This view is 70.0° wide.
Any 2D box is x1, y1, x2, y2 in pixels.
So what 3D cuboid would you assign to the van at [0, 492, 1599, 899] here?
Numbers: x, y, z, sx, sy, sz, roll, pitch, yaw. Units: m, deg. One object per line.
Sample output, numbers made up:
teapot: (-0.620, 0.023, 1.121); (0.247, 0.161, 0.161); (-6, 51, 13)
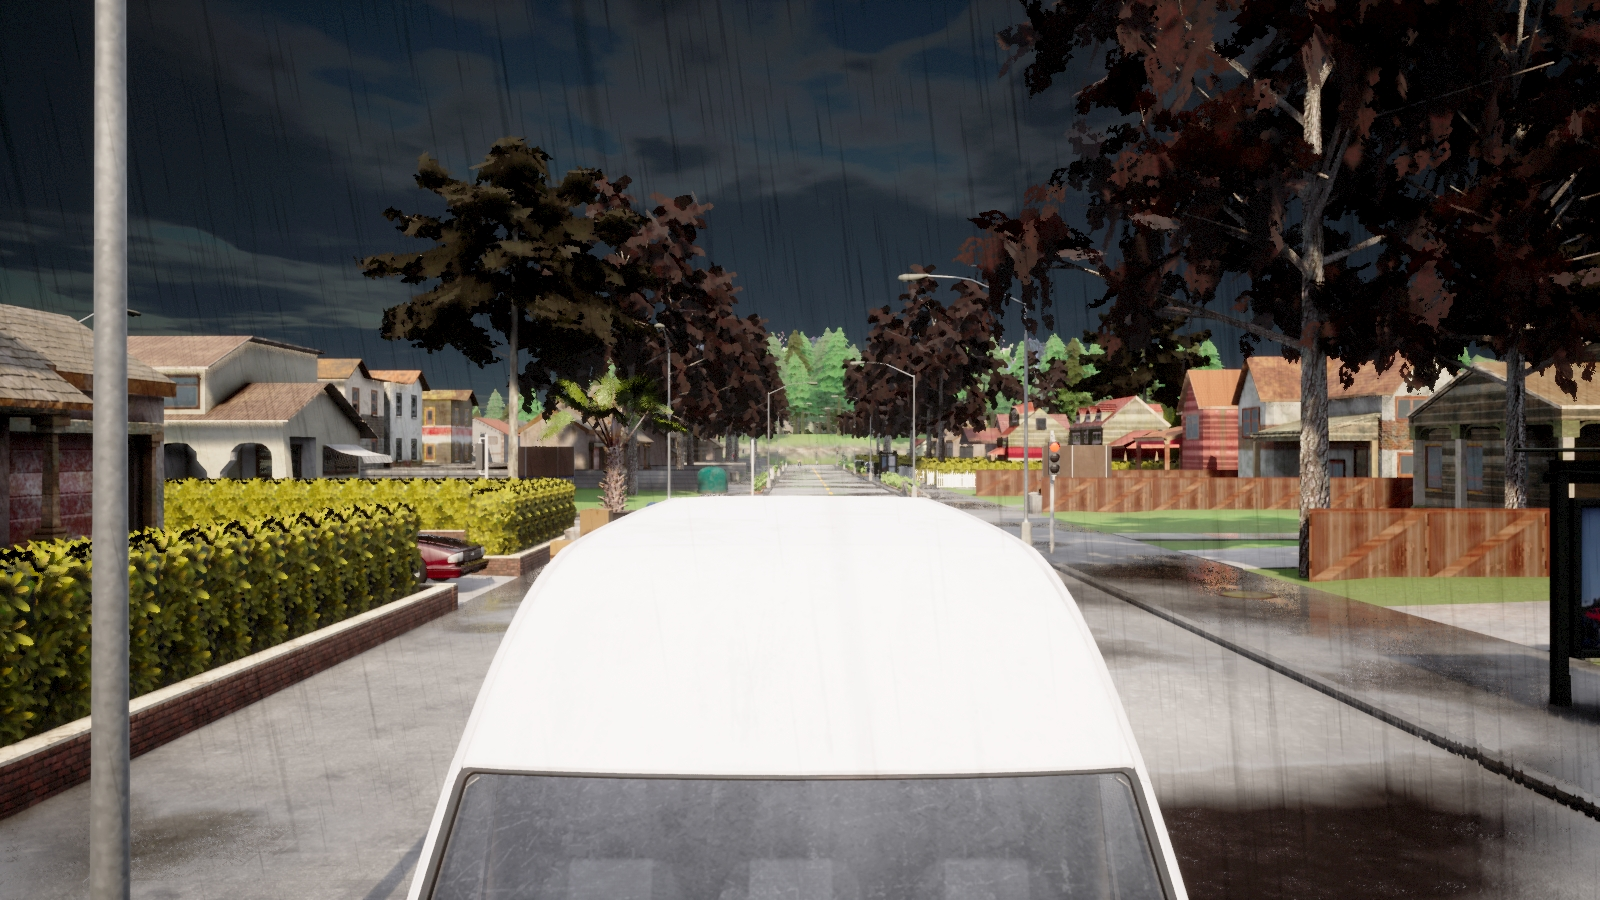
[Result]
van: (0.002, 1.537, 4.030); (1.988, 2.561, 5.915); (0, 0, 0)
